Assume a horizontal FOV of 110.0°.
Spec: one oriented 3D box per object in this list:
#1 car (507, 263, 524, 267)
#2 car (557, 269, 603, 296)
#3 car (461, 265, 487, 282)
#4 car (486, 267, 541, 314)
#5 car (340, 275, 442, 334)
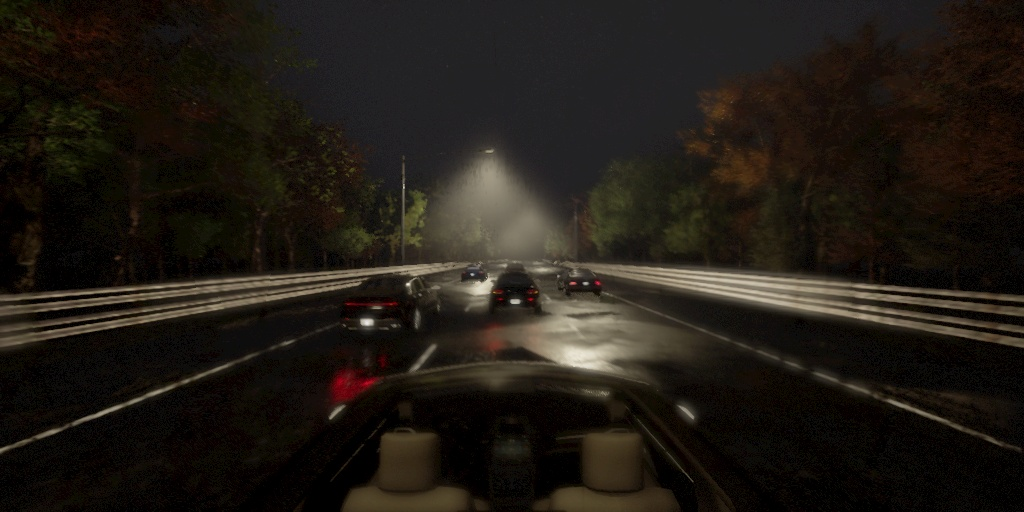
[{"bbox_3d":[0.319,1.414,32.219,1.882,1.535,5.008,0,0,1],"label":"car"},{"bbox_3d":[3.679,1.414,20.171,2.033,1.411,5.357,0,0,1],"label":"car"},{"bbox_3d":[-3.194,1.493,31.208,1.994,1.385,4.181,0,0,1],"label":"car"},{"bbox_3d":[0.138,1.353,14.189,1.812,1.442,4.674,0,0,0],"label":"car"},{"bbox_3d":[-3.378,1.311,10.830,1.837,1.490,4.892,0,0,0],"label":"car"}]
